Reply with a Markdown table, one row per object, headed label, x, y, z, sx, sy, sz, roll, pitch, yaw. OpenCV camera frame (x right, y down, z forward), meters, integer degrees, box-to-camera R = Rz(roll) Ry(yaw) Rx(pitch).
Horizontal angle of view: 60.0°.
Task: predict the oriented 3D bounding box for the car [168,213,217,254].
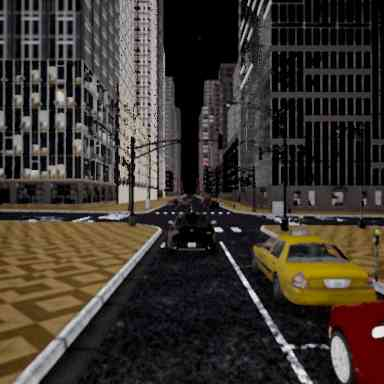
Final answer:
| label | x | y | z | sx | sy | sz | roll | pitch | yaw |
| --- | --- | --- | --- | --- | --- | --- | --- | --- | --- |
| car | 0.019 | 1.646 | 14.262 | 1.837 | 1.490 | 4.892 | 0 | 0 | 1 |

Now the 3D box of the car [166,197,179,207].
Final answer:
| label | x | y | z | sx | sy | sz | roll | pitch | yaw |
| --- | --- | --- | --- | --- | --- | --- | --- | --- | --- |
| car | -4.071 | 2.214 | 64.606 | 1.802 | 1.307 | 4.206 | 0 | -1 | 0 |

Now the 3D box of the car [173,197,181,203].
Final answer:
| label | x | y | z | sx | sy | sz | roll | pitch | yaw |
| --- | --- | --- | --- | --- | --- | --- | --- | --- | --- |
| car | -4.216 | 2.313 | 92.244 | 1.967 | 1.590 | 4.097 | 0 | 0 | 0 |

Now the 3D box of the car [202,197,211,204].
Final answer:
| label | x | y | z | sx | sy | sz | roll | pitch | yaw |
| --- | --- | --- | --- | --- | --- | --- | --- | --- | --- |
| car | 3.722 | 2.094 | 81.231 | 2.192 | 1.841 | 5.009 | 0 | 0 | 0 |

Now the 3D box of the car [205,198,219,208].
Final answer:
| label | x | y | z | sx | sy | sz | roll | pitch | yaw |
| --- | --- | --- | --- | --- | --- | --- | --- | --- | --- |
| car | 3.888 | 2.148 | 59.121 | 1.947 | 1.339 | 4.313 | 0 | -1 | 0 |

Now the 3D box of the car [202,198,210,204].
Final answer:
| label | x | y | z | sx | sy | sz | roll | pitch | yaw |
| --- | --- | --- | --- | --- | --- | --- | --- | --- | --- |
| car | 3.693 | 2.266 | 86.758 | 1.967 | 1.590 | 4.097 | 0 | 0 | 0 |

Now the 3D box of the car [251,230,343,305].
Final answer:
| label | x | y | z | sx | sy | sz | roll | pitch | yaw |
| --- | --- | --- | --- | --- | --- | --- | --- | --- | --- |
| car | 2.567 | 1.605 | 8.191 | 1.752 | 1.417 | 4.829 | 0 | -1 | 0 |

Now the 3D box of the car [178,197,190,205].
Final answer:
| label | x | y | z | sx | sy | sz | roll | pitch | yaw |
| --- | --- | --- | --- | --- | --- | --- | --- | --- | --- |
| car | -1.572 | 2.100 | 77.223 | 2.097 | 1.767 | 4.553 | 0 | -1 | 0 |

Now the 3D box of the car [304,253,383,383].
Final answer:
| label | x | y | z | sx | sy | sz | roll | pitch | yaw |
| --- | --- | --- | --- | --- | --- | --- | --- | --- | --- |
| car | 2.566 | 1.570 | 2.469 | 1.887 | 1.381 | 4.507 | 0 | -1 | 0 |
